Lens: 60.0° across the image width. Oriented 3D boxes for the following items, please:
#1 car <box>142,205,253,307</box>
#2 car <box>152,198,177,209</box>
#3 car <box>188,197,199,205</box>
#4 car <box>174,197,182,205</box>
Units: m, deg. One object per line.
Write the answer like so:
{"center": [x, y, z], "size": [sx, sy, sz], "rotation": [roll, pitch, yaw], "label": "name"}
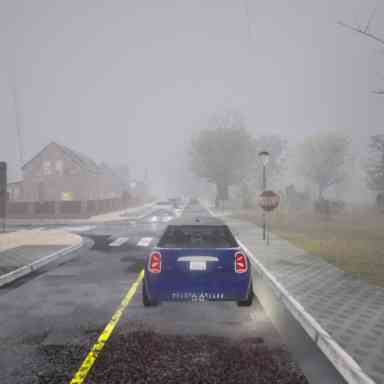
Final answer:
{"center": [0.115, 1.358, 8.158], "size": [2.097, 1.767, 4.553], "rotation": [0, 0, 0], "label": "car"}
{"center": [-2.798, 1.574, 32.954], "size": [1.812, 1.442, 4.674], "rotation": [0, 0, 2], "label": "car"}
{"center": [0.302, 1.695, 63.483], "size": [2.033, 1.411, 5.357], "rotation": [0, 0, 0], "label": "car"}
{"center": [-2.702, 1.589, 46.176], "size": [1.837, 1.490, 4.892], "rotation": [0, -1, 0], "label": "car"}
